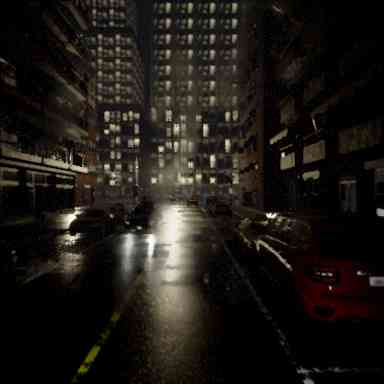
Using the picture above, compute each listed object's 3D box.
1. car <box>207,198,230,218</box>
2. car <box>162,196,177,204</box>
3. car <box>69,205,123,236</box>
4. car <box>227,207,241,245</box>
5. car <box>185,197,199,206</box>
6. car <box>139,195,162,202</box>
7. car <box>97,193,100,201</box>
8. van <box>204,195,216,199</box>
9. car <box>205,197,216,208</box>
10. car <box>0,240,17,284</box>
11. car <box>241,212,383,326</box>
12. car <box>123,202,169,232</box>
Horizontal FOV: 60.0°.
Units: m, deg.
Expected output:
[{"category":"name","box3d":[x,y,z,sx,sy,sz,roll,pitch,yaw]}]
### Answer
[{"category":"car","box3d":[2.581,1.520,29.692,1.752,1.417,4.829,0,0,0]},{"category":"car","box3d":[-5.107,1.448,61.863,4.902,1.511,2.128,1,0,29]},{"category":"car","box3d":[-5.304,1.578,18.244,1.802,1.307,4.206,0,0,0]},{"category":"car","box3d":[2.575,1.521,12.771,1.752,1.417,4.829,0,0,0]},{"category":"car","box3d":[-0.001,1.500,53.013,1.837,1.490,4.892,0,0,-4]},{"category":"car","box3d":[-5.294,1.312,40.806,2.192,1.841,5.009,0,0,0]},{"category":"car","box3d":[-20.846,1.107,66.429,5.009,1.841,2.192,1,-1,0]},{"category":"van","box3d":[2.588,1.339,46.443,1.690,1.788,3.998,0,0,0]},{"category":"car","box3d":[2.583,1.521,35.332,1.752,1.417,4.829,0,0,0]},{"category":"car","box3d":[-5.308,1.580,6.963,1.802,1.307,4.206,0,0,0]},{"category":"car","box3d":[2.574,1.313,6.960,2.192,1.841,5.009,0,0,0]},{"category":"car","box3d":[-2.798,1.543,20.465,2.033,1.411,5.357,0,0,0]}]
